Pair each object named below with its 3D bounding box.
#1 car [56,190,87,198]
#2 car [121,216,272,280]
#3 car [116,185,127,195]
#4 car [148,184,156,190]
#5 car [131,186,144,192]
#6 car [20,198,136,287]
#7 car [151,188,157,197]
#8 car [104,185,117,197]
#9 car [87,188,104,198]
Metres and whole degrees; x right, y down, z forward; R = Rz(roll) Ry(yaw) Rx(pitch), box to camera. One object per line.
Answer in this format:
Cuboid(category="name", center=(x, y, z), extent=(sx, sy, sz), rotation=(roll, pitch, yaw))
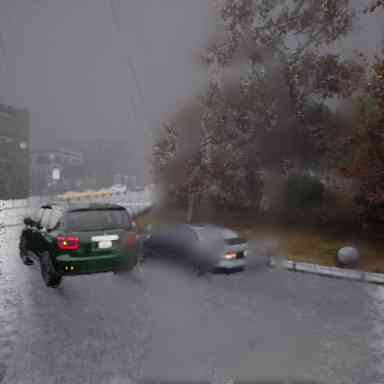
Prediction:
Cuboid(category="car", center=(-19.215, 0.654, 52.220), extent=(1.946, 1.575, 5.366), rotation=(0, 3, 13))
Cuboid(category="car", center=(-0.053, 1.647, 10.465), extent=(2.033, 1.411, 5.357), rotation=(0, -1, -37))
Cuboid(category="car", center=(-15.417, -0.465, 68.608), extent=(2.435, 2.045, 5.566), rotation=(0, 3, 13))
Cuboid(category="car", center=(-10.439, -1.353, 90.158), extent=(2.231, 1.521, 4.892), rotation=(0, 3, 13))
Cuboid(category="car", center=(-12.935, -0.754, 79.371), extent=(2.163, 1.488, 4.792), rotation=(0, 3, 13))
Cuboid(category="car", center=(-3.598, 1.332, 10.007), extent=(2.150, 2.045, 5.566), rotation=(0, 0, -35))
Cuboid(category="car", center=(-5.247, 0.079, 60.266), extent=(1.882, 1.535, 5.008), rotation=(0, 3, 13))
Cuboid(category="car", center=(-16.722, 0.082, 62.968), extent=(1.946, 1.575, 5.366), rotation=(0, 3, 13))
Cuboid(category="car", center=(-17.964, 0.367, 57.592), extent=(1.946, 1.575, 5.366), rotation=(0, 3, 13))
